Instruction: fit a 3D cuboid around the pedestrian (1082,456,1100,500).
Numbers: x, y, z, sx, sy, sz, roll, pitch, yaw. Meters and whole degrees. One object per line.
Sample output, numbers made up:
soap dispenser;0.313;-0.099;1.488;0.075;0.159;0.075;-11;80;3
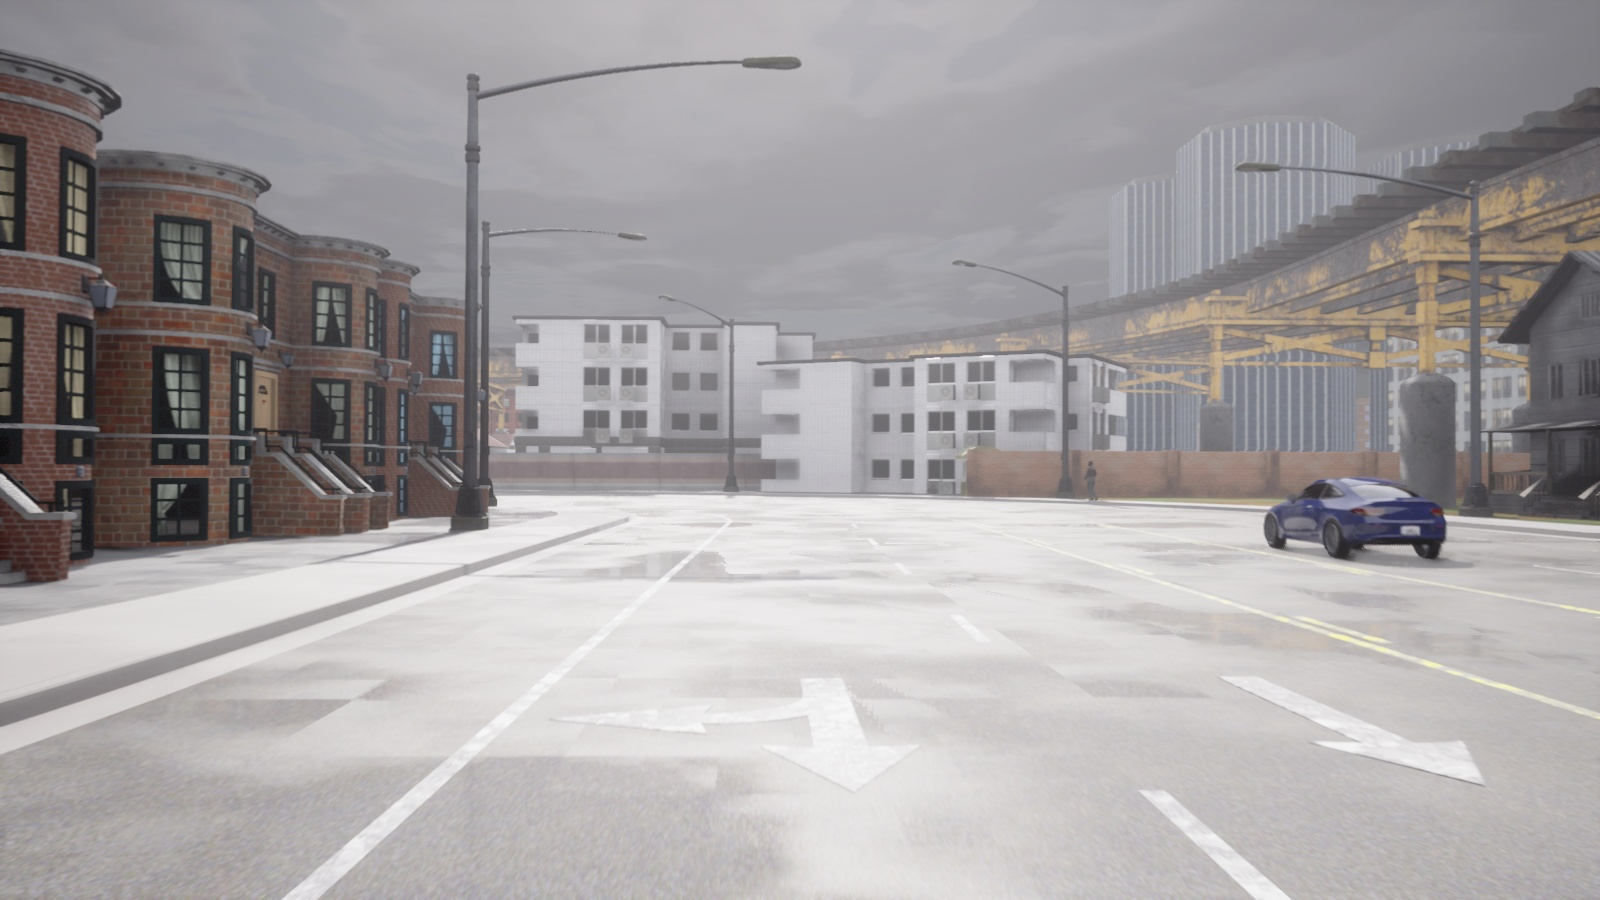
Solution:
pedestrian;13.071;1.252;56.441;0.402;1.930;0.666;0;-1;-30

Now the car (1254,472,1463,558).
car;10.326;1.145;23.641;1.812;1.442;4.674;0;-1;0
